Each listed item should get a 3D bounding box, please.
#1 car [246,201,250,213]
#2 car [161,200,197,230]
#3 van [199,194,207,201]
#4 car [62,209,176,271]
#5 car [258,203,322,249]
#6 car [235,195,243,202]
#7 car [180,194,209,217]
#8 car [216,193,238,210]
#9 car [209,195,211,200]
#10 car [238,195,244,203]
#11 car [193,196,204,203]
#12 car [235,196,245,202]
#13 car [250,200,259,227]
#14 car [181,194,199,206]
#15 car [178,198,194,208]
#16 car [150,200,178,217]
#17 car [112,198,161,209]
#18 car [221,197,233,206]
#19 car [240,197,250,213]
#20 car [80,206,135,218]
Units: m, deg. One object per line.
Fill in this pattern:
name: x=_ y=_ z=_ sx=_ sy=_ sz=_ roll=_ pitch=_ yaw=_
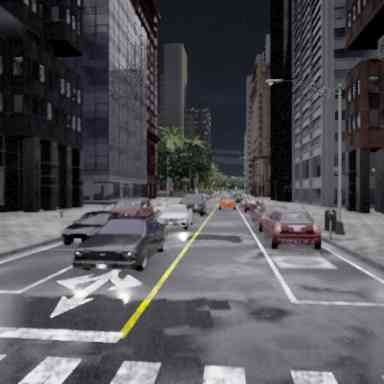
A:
car: x=5.332 y=1.562 z=25.265 sx=1.802 sy=1.307 sz=4.206 roll=0 pitch=0 yaw=6
car: x=-0.973 y=1.510 z=21.412 sx=1.812 sy=1.442 sz=4.674 roll=0 pitch=0 yaw=6
van: x=2.634 y=1.315 z=80.130 sx=1.690 sy=1.788 sz=3.998 roll=0 pitch=0 yaw=6
car: x=-2.063 y=1.540 z=11.244 sx=2.033 sy=1.411 sz=5.357 roll=0 pitch=0 yaw=6
car: x=4.176 y=1.428 z=14.477 sx=1.967 sy=1.590 sz=4.097 roll=0 pitch=0 yaw=6
car: x=11.128 y=1.498 z=79.376 sx=1.752 sy=1.417 sz=4.829 roll=0 pitch=0 yaw=6
car: x=0.172 y=1.199 z=31.992 sx=2.150 sy=2.045 sz=5.566 roll=0 pitch=0 yaw=6
car: x=4.550 y=1.324 z=42.922 sx=2.097 sy=1.767 sz=4.553 roll=0 pitch=0 yaw=6
car: x=3.212 y=1.414 z=85.525 sx=1.967 sy=1.590 sz=4.097 roll=0 pitch=0 yaw=6
car: x=7.661 y=1.496 z=47.011 sx=1.752 sy=1.417 sz=4.829 roll=0 pitch=0 yaw=6
car: x=1.479 y=1.516 z=69.339 sx=1.887 sy=1.381 sz=4.507 roll=0 pitch=0 yaw=6
car: x=10.532 y=1.522 z=73.813 sx=2.008 sy=1.369 sz=4.403 roll=0 pitch=0 yaw=6
car: x=4.754 y=1.424 z=19.871 sx=1.967 sy=1.590 sz=4.097 roll=0 pitch=0 yaw=6
car: x=-0.256 y=1.286 z=53.154 sx=2.192 sy=1.841 sz=5.009 roll=0 pitch=0 yaw=6
car: x=-0.833 y=1.554 z=47.759 sx=1.802 sy=1.307 sz=4.206 roll=0 pitch=0 yaw=6
car: x=-2.584 y=1.504 z=31.404 sx=1.752 sy=1.417 sz=4.829 roll=0 pitch=0 yaw=6
car: x=-3.723 y=1.301 z=20.783 sx=2.192 sy=1.841 sz=5.009 roll=0 pitch=0 yaw=6
car: x=5.850 y=1.570 z=55.077 sx=1.895 sy=1.301 sz=4.718 roll=0 pitch=0 yaw=6
car: x=6.487 y=1.519 z=36.054 sx=1.887 sy=1.381 sz=4.507 roll=0 pitch=0 yaw=6
car: x=-4.300 y=1.556 z=15.388 sx=1.947 sy=1.339 sz=4.313 roll=0 pitch=0 yaw=6
